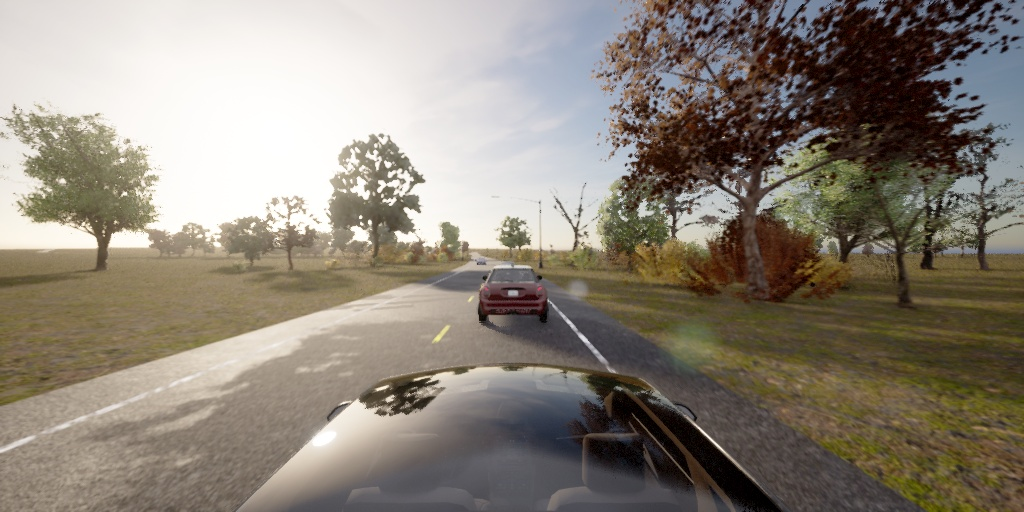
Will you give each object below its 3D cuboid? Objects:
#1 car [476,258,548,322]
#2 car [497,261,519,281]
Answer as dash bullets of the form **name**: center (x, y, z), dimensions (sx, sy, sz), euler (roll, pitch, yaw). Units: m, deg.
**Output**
- **car**: center (0.010, 1.081, 12.411), dimensions (2.097, 1.767, 4.553), euler (0, 0, -1)
- **car**: center (-0.396, 1.212, 30.709), dimensions (1.812, 1.442, 4.674), euler (0, 0, -2)
